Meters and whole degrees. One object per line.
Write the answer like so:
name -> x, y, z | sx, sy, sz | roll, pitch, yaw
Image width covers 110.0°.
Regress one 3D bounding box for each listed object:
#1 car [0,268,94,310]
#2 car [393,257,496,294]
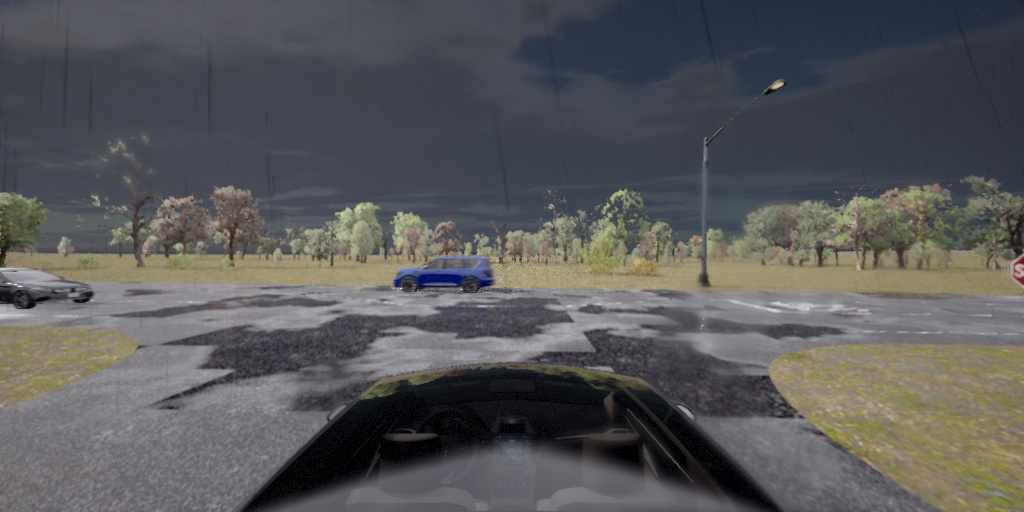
car -> -18.946, 1.199, 13.699 | 4.674, 1.442, 1.812 | 1, 0, 2
car -> -3.680, 1.045, 20.030 | 5.566, 2.045, 2.150 | 0, 0, 3
